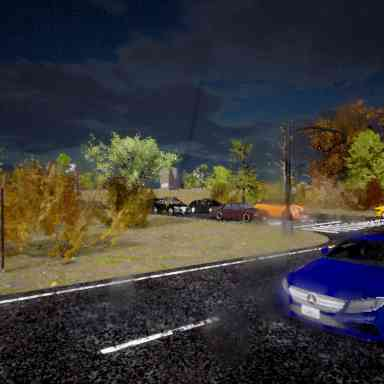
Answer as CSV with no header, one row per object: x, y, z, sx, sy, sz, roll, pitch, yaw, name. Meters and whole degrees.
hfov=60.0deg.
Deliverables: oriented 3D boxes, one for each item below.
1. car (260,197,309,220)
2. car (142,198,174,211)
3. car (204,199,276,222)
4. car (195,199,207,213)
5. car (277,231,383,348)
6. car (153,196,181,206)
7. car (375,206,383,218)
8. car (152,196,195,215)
7.277,1.345,27.418,2.097,1.767,4.553,0,0,-38,car
-4.419,1.499,42.306,1.812,1.442,4.674,0,0,-38,car
3.723,1.560,26.683,2.033,1.411,5.357,0,0,-38,car
1.691,1.488,34.529,1.837,1.490,4.892,0,0,-38,car
3.652,1.525,6.310,4.674,1.442,1.812,0,0,-36,car
-4.011,1.399,52.627,1.882,1.535,5.008,0,1,-38,car
17.507,1.430,26.635,5.008,1.535,1.882,0,2,33,car
-2.293,1.493,34.341,2.128,1.511,4.902,0,0,-38,car
